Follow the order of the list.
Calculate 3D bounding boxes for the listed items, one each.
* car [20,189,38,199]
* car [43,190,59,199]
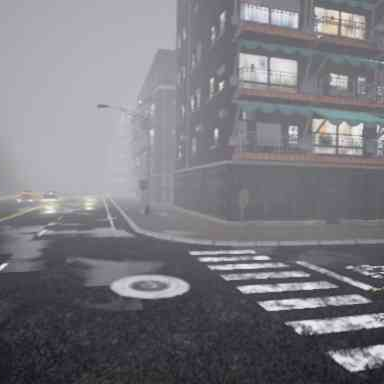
[{"bbox_3d":[-25.556,0.299,52.207,1.882,1.535,5.008,1,1,-16],"label":"car"},{"bbox_3d":[-22.426,0.408,53.078,2.033,1.411,5.357,1,1,-16],"label":"car"}]
